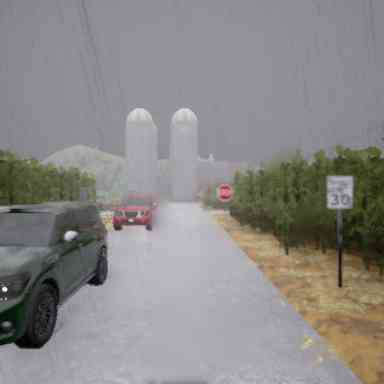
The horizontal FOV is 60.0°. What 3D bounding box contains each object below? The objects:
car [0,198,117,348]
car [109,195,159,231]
[{"bbox_3d":[-3.248,1.253,6.677,2.150,2.045,5.566,0,0,-1],"label":"car"},{"bbox_3d":[-3.340,1.206,20.912,2.150,2.045,5.566,0,0,0],"label":"car"}]
